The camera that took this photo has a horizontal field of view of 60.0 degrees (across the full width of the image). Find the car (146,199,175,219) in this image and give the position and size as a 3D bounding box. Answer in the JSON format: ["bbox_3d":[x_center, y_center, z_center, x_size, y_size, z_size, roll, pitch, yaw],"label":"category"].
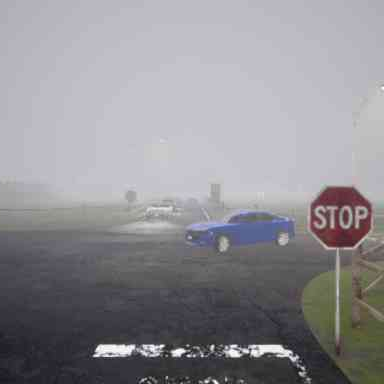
[{"bbox_3d":[-2.826,1.598,29.386,1.895,1.301,4.718,0,0,1],"label":"car"}]

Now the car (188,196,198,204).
[{"bbox_3d":[0.188,1.469,61.686,1.882,1.535,5.008,0,0,0],"label":"car"}]

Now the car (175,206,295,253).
[{"bbox_3d":[2.070,1.487,13.867,5.008,1.535,1.882,1,-1,-30],"label":"car"}]

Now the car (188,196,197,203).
[{"bbox_3d":[0.132,1.583,71.826,1.895,1.301,4.718,0,0,0],"label":"car"}]

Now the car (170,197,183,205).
[{"bbox_3d":[-2.684,1.556,58.688,1.994,1.385,4.181,0,0,0],"label":"car"}]

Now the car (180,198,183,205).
[{"bbox_3d":[-2.736,1.558,48.677,1.994,1.385,4.181,0,0,1],"label":"car"}]

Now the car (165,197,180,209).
[{"bbox_3d":[-2.771,1.473,38.869,1.882,1.535,5.008,0,0,0],"label":"car"}]
